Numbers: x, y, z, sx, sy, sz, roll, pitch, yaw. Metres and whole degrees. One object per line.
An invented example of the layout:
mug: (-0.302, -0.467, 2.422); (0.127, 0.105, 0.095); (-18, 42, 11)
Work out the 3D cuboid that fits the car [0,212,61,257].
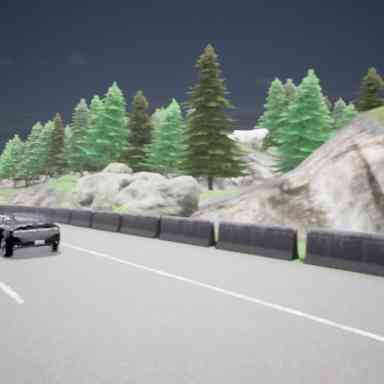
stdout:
car: (-6.921, 1.584, 13.491); (2.128, 1.511, 4.902); (-1, 0, -41)
